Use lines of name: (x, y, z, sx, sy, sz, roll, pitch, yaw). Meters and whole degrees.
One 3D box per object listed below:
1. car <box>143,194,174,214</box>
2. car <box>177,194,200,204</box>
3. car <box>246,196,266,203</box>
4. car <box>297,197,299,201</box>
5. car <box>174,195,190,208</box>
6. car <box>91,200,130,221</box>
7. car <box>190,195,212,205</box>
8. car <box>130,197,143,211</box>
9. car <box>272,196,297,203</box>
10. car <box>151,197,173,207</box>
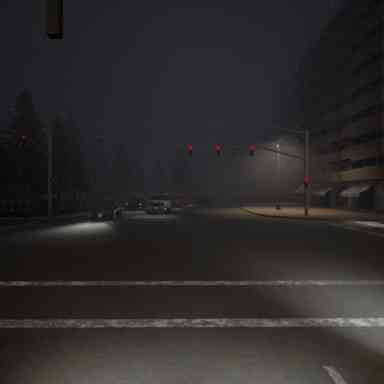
car: (-3.462, 1.221, 35.374, 2.150, 2.045, 5.566, 0, 0, 1)
car: (-0.566, 1.352, 62.191, 2.097, 1.767, 4.553, 0, 0, 32)
car: (13.142, 1.478, 68.108, 5.008, 1.535, 1.882, 0, 0, -41)
car: (21.938, 1.525, 73.634, 4.902, 1.511, 2.128, 0, 0, -22)
car: (-2.256, 1.351, 48.510, 2.097, 1.767, 4.553, 0, 0, 14)
car: (-7.034, 1.517, 28.021, 2.128, 1.511, 4.902, 0, 1, 1)
car: (1.904, 1.492, 59.552, 2.128, 1.511, 4.902, 0, 0, 30)
car: (-6.665, 1.352, 40.495, 2.097, 1.767, 4.553, 0, 0, 4)
car: (18.506, 1.478, 67.620, 5.008, 1.535, 1.882, 0, 0, -33)
car: (-4.747, 1.526, 52.659, 1.812, 1.442, 4.674, 0, 0, 18)
